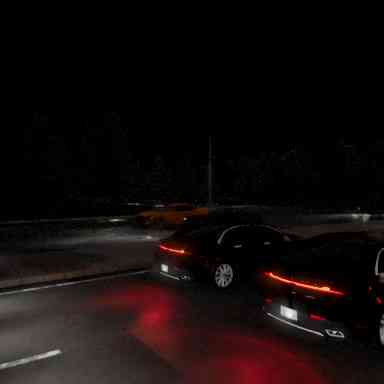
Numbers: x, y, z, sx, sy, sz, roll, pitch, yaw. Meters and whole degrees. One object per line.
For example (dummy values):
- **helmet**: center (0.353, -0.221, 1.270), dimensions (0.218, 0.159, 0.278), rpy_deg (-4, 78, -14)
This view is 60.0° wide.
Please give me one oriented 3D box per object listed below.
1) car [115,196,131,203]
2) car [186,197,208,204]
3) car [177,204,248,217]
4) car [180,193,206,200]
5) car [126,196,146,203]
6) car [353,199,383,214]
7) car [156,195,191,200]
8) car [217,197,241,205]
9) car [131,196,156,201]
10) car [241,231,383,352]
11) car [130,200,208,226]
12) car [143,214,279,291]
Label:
- **car**: center (-14.122, 1.502, 66.323), dimensions (2.128, 1.511, 4.902), rpy_deg (0, 0, -35)
- **car**: center (0.920, 1.616, 63.079), dimensions (1.895, 1.301, 4.718), rpy_deg (0, 0, -35)
- **car**: center (1.770, 1.606, 19.368), dimensions (4.718, 1.301, 1.895), rpy_deg (0, 0, -35)
- **car**: center (-0.094, 1.233, 52.256), dimensions (2.150, 2.045, 5.566), rpy_deg (0, 0, -36)
- **car**: center (-11.755, 1.552, 69.074), dimensions (2.033, 1.411, 5.357), rpy_deg (0, 0, -35)
- **car**: center (19.315, 1.506, 35.851), dimensions (4.902, 1.511, 2.128), rpy_deg (0, 0, -35)
- **car**: center (-2.857, 1.558, 50.117), dimensions (2.033, 1.411, 5.357), rpy_deg (0, 0, -35)
- **car**: center (6.135, 1.540, 55.617), dimensions (1.812, 1.442, 4.674), rpy_deg (0, 0, -35)
- **car**: center (-8.349, 1.611, 57.980), dimensions (1.895, 1.301, 4.718), rpy_deg (0, 0, -35)
- **car**: center (3.386, 1.507, 6.214), dimensions (4.892, 1.490, 1.837), rpy_deg (0, 0, -35)
- **car**: center (-1.158, 1.482, 21.578), dimensions (5.008, 1.535, 1.882), rpy_deg (0, 0, -35)
- **car**: center (1.353, 1.507, 9.062), dimensions (4.892, 1.490, 1.837), rpy_deg (0, 0, -35)
